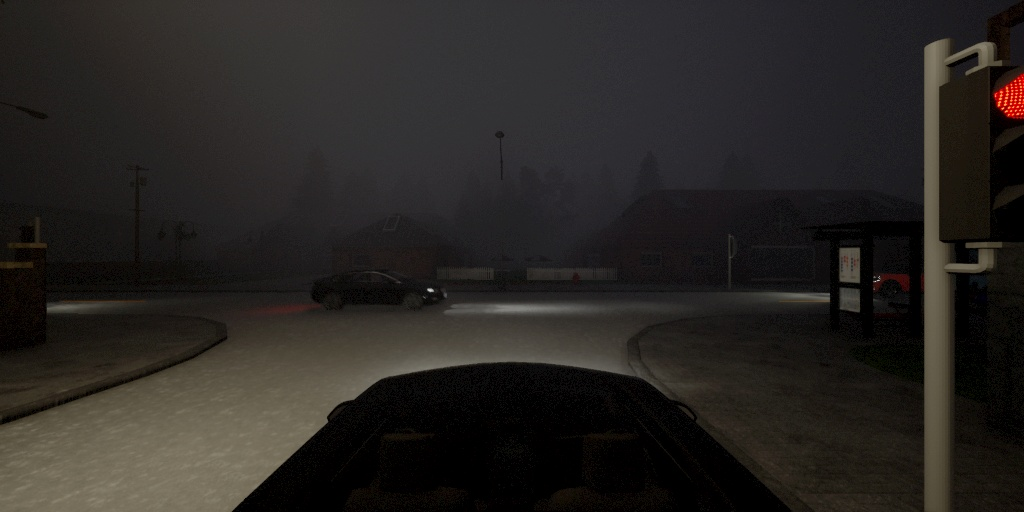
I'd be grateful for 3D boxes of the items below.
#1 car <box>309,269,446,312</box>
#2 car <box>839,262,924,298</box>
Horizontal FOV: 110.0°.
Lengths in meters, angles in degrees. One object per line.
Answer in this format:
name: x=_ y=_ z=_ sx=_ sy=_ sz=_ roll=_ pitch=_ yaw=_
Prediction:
car: x=-5.015 y=1.243 z=13.677 sx=4.902 sy=1.511 sz=2.128 roll=0 pitch=0 yaw=0
car: x=19.209 y=1.102 z=17.880 sx=4.553 sy=1.767 sz=2.097 roll=0 pitch=0 yaw=0
